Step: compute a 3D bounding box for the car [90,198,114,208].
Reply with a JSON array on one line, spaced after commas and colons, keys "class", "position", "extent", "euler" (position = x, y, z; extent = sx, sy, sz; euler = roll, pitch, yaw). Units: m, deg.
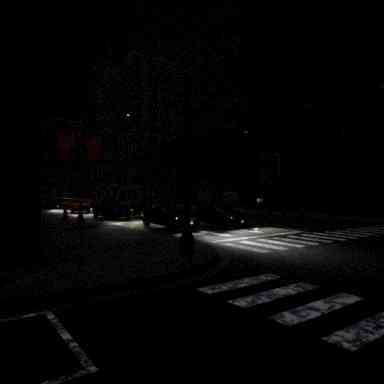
[{"class": "car", "position": [-13.128, 1.526, 48.372], "extent": [1.895, 1.301, 4.718], "euler": [0, 0, -36]}]

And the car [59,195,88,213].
[{"class": "car", "position": [-12.637, 1.426, 36.236], "extent": [1.882, 1.535, 5.008], "euler": [0, 0, -35]}]

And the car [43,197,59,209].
[{"class": "car", "position": [-18.395, 1.535, 44.310], "extent": [1.895, 1.301, 4.718], "euler": [0, 0, -35]}]

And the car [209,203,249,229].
[{"class": "car", "position": [1.646, 1.500, 21.978], "extent": [1.812, 1.442, 4.674], "euler": [0, 0, -37]}]

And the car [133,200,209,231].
[{"class": "car", "position": [-1.451, 1.469, 20.688], "extent": [2.128, 1.511, 4.902], "euler": [0, 0, -36]}]

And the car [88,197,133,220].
[{"class": "car", "position": [-6.867, 1.441, 28.212], "extent": [1.882, 1.535, 5.008], "euler": [0, 0, -36]}]

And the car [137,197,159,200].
[{"class": "car", "position": [-3.594, 1.313, 29.227], "extent": [2.097, 1.767, 4.553], "euler": [0, 0, -36]}]

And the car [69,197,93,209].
[{"class": "car", "position": [-15.272, 1.457, 45.528], "extent": [1.812, 1.442, 4.674], "euler": [0, 0, -35]}]
